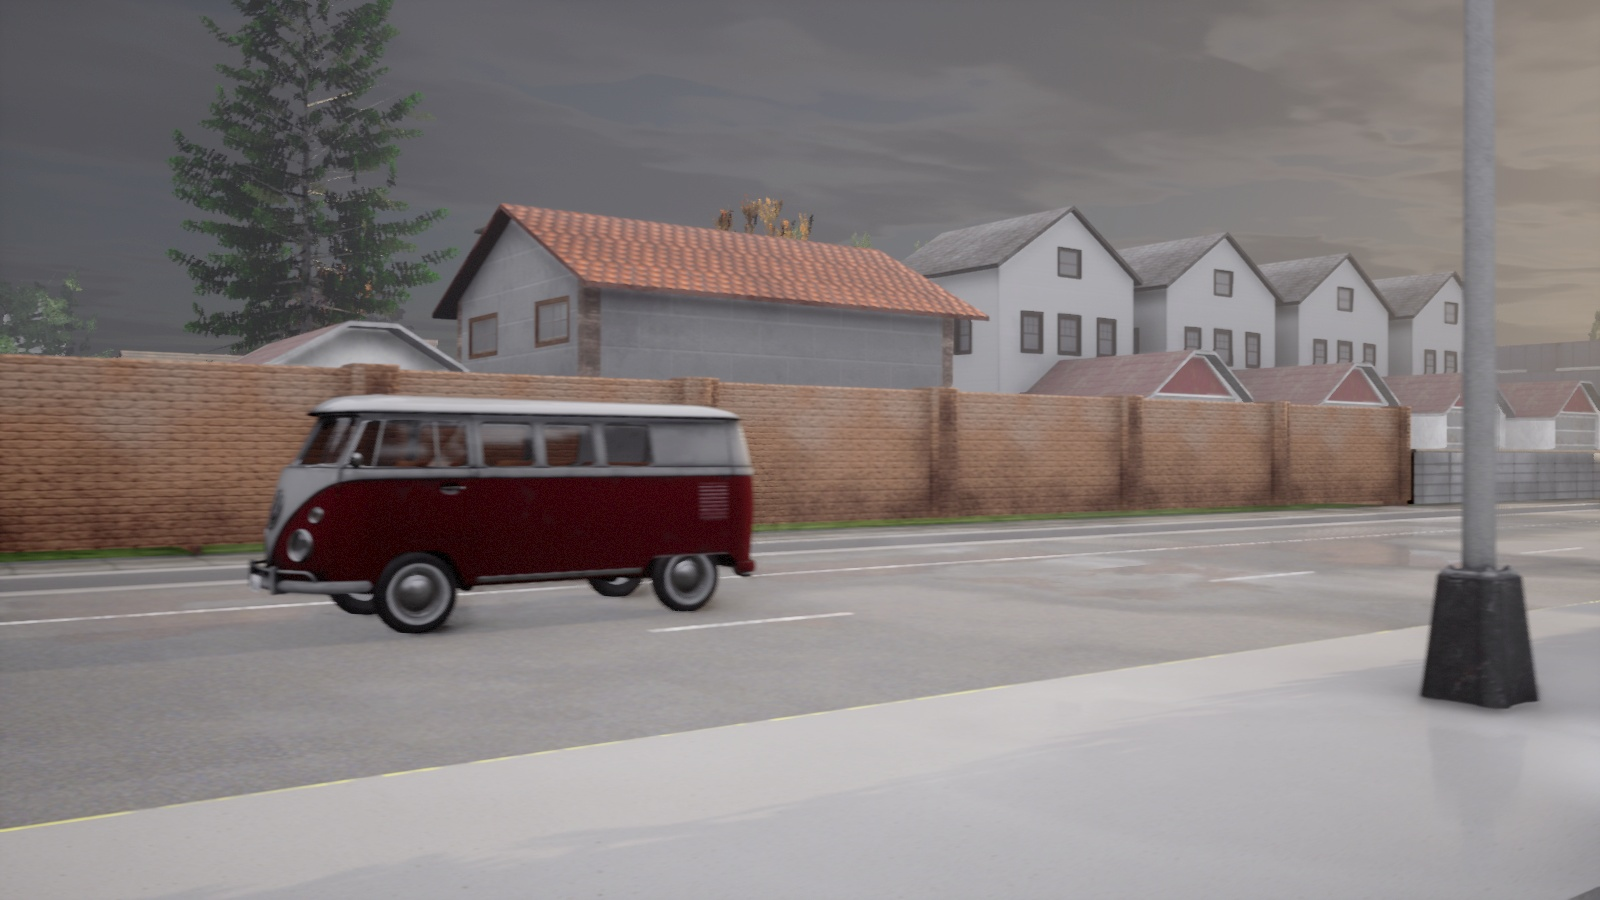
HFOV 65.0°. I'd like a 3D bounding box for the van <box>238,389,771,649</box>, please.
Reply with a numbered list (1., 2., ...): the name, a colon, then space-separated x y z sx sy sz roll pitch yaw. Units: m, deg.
1. van: -2.614 0.531 11.588 4.442 1.987 1.775 0 0 -35
